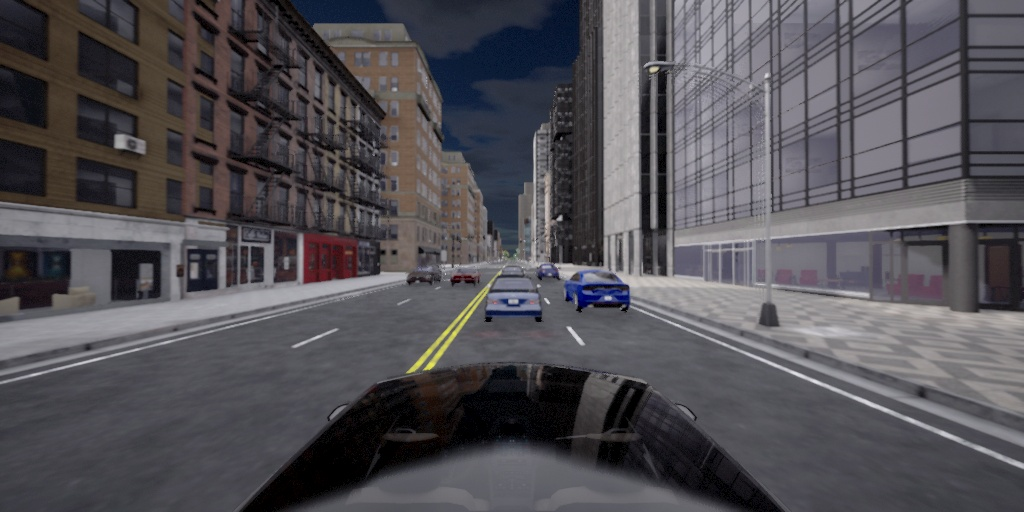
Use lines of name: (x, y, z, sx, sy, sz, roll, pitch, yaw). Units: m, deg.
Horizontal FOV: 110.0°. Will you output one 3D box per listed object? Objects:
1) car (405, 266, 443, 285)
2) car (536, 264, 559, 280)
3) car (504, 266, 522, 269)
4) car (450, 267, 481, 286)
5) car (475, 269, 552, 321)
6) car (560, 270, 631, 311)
car: (-6.613, 1.443, 27.767, 2.033, 1.411, 5.357, 0, 0, 0)
car: (3.321, 1.455, 33.732, 1.812, 1.442, 4.674, 0, 0, 0)
car: (0.053, 1.442, 27.736, 2.033, 1.411, 5.357, 0, 0, 0)
car: (-3.363, 1.489, 26.626, 1.895, 1.301, 4.718, 0, 0, 0)
car: (0.059, 1.357, 12.732, 2.033, 1.411, 5.357, 0, 0, 0)
car: (3.319, 1.299, 14.780, 1.882, 1.535, 5.008, 0, 0, 0)
